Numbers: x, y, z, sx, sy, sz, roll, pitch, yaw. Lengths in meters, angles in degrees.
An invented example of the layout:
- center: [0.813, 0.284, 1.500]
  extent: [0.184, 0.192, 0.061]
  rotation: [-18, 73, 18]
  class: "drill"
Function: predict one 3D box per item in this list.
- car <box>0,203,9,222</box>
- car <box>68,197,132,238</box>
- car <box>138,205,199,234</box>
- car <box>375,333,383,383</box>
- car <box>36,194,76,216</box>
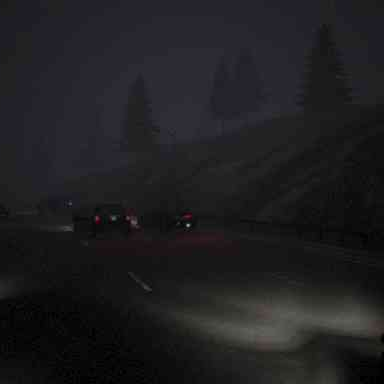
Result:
- center: [-15.538, 1.506, 25.466]
  extent: [1.837, 1.490, 4.892]
  rotation: [0, 0, -44]
  class: "car"
- center: [-5.033, 1.352, 18.161]
  extent: [2.097, 1.767, 4.553]
  rotation: [0, 0, -33]
  class: "car"
- center: [-1.517, 1.491, 19.200]
  extent: [2.128, 1.511, 4.902]
  rotation: [0, 0, -33]
  class: "car"
- center: [3.212, 1.477, 1.337]
  extent: [1.882, 1.535, 5.008]
  rotation: [0, 0, -17]
  class: "car"
- center: [-13.517, 1.219, 33.345]
  extent: [5.566, 2.045, 2.150]
  rotation: [0, 0, 42]
  class: "car"
